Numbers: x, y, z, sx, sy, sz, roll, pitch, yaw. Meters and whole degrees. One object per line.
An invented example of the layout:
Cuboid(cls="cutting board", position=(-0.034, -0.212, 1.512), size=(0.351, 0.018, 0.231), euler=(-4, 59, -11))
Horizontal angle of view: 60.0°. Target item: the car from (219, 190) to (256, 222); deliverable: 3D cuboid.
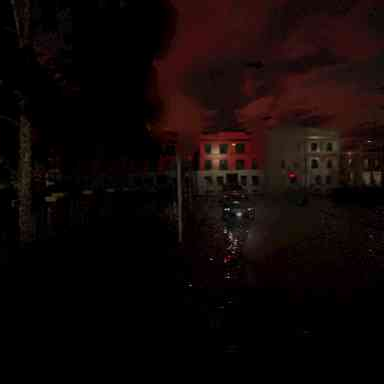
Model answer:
Cuboid(cls="car", position=(2.728, 0.860, 20.154), size=(2.128, 1.511, 4.902), euler=(-1, 2, 5))

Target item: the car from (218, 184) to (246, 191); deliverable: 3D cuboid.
Cuboid(cls="car", position=(3.673, 0.272, 30.688), size=(2.150, 2.045, 5.566), euler=(-1, 2, 6))
